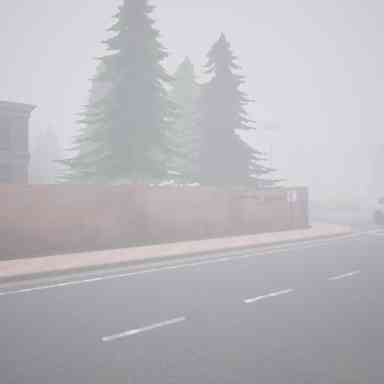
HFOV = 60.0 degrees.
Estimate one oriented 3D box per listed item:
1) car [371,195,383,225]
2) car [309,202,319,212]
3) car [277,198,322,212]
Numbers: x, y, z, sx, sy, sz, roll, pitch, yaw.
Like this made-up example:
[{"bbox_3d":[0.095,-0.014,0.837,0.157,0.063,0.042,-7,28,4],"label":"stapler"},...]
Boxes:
[{"bbox_3d":[13.990,1.223,21.423,2.150,2.045,5.566,1,0,-5],"label":"car"},{"bbox_3d":[10.742,1.492,36.289,2.128,1.511,4.902,0,0,-35],"label":"car"},{"bbox_3d":[12.699,1.492,39.584,2.128,1.511,4.902,0,0,-35],"label":"car"}]
